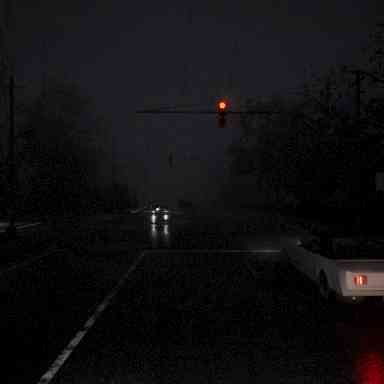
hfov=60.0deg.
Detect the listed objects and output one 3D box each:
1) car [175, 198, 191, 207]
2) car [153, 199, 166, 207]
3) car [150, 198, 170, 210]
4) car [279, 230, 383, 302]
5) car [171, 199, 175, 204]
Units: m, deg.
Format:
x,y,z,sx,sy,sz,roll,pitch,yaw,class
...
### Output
x,y,z,sx,sy,sz,roll,pitch,yaw,class
-1.310,1.712,54.641,1.882,1.535,5.008,0,-1,-6,car
-6.055,1.960,61.711,1.994,1.385,4.181,0,-1,-10,car
-4.075,1.596,42.810,1.812,1.442,4.674,0,-1,-3,car
3.589,1.601,8.196,1.895,1.301,4.718,0,0,0,car
-4.659,2.381,83.374,2.033,1.411,5.357,0,-1,-22,car
